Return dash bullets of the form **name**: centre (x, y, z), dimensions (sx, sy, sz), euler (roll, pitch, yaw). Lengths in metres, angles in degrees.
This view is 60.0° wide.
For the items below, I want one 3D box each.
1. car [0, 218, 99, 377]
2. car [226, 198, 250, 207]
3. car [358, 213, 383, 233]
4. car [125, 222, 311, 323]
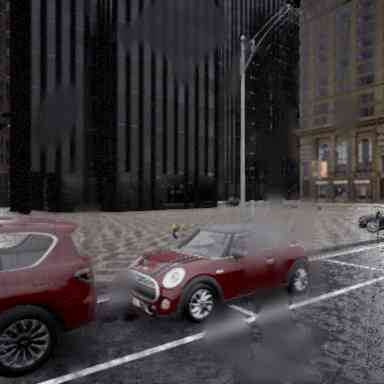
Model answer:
- **car**: centre (-3.678, 1.316, 4.023), dimensions (5.009, 1.841, 2.192), euler (0, 0, -35)
- **car**: centre (8.013, 1.860, 58.357), dimensions (2.128, 1.511, 4.902), euler (0, -1, -35)
- **car**: centre (10.547, 1.352, 16.294), dimensions (2.008, 1.369, 4.403), euler (-1, 0, -45)
- **car**: centre (0.640, 1.434, 7.100), dimensions (4.097, 1.590, 1.967), euler (0, 0, -35)
